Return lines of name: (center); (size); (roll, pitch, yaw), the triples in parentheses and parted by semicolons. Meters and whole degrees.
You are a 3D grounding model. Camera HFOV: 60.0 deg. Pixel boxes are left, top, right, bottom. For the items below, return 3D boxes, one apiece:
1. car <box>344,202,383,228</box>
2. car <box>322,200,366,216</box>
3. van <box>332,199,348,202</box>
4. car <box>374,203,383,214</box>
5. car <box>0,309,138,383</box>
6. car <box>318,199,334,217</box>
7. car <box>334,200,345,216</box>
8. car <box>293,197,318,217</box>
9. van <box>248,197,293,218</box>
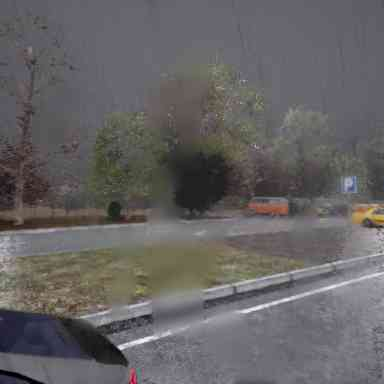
car: (13.061, 1.670, 21.362); (1.946, 1.575, 5.366); (2, -1, -35)
car: (19.089, 1.994, 41.911); (2.185, 1.767, 4.553); (2, -1, -35)
van: (16.751, 1.812, 40.427); (1.878, 1.987, 4.442); (2, -1, -35)
car: (30.450, 2.525, 49.822); (1.946, 1.575, 5.366); (2, -1, -35)
car: (-2.392, 1.564, 1.978); (4.181, 1.385, 1.994); (0, 0, -36)
car: (12.413, 1.873, 36.964); (1.946, 1.575, 5.366); (2, -1, -35)
car: (14.562, 1.957, 38.715); (2.231, 1.521, 4.892); (2, -1, -35)
car: (10.042, 1.549, 35.534); (2.435, 2.045, 5.566); (2, -1, -35)
van: (7.635, 1.506, 33.929); (1.878, 1.987, 4.442); (2, -1, -35)
